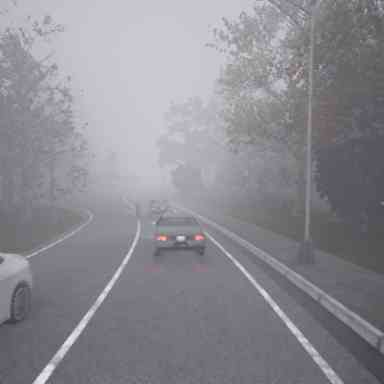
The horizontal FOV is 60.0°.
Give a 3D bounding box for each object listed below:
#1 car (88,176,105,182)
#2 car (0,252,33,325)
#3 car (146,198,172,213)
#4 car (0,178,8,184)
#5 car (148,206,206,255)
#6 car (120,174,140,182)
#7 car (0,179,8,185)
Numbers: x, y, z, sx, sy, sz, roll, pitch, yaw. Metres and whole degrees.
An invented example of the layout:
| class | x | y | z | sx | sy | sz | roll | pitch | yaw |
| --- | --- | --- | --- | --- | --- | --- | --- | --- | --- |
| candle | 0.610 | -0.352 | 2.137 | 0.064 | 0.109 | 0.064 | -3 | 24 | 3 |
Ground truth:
| class | x | y | z | sx | sy | sz | roll | pitch | yaw |
| --- | --- | --- | --- | --- | --- | --- | --- | --- | --- |
| car | -24.270 | -3.325 | 83.883 | 4.553 | 1.767 | 2.097 | -1 | 5 | -3 |
| car | -3.773 | 1.527 | 4.374 | 1.812 | 1.442 | 4.674 | 0 | 0 | -2 |
| car | -2.731 | 1.200 | 27.550 | 2.033 | 1.411 | 5.357 | -1 | 3 | -11 |
| car | -44.086 | -2.472 | 75.007 | 1.994 | 1.385 | 4.181 | 2 | 5 | 24 |
| car | -0.587 | 1.518 | 13.142 | 2.033 | 1.411 | 5.357 | 0 | 0 | -5 |
| car | -15.864 | -3.622 | 85.155 | 5.566 | 2.045 | 2.150 | 2 | 5 | 24 |
| car | -41.258 | -2.341 | 73.406 | 1.994 | 1.385 | 4.181 | 2 | 5 | 24 |
